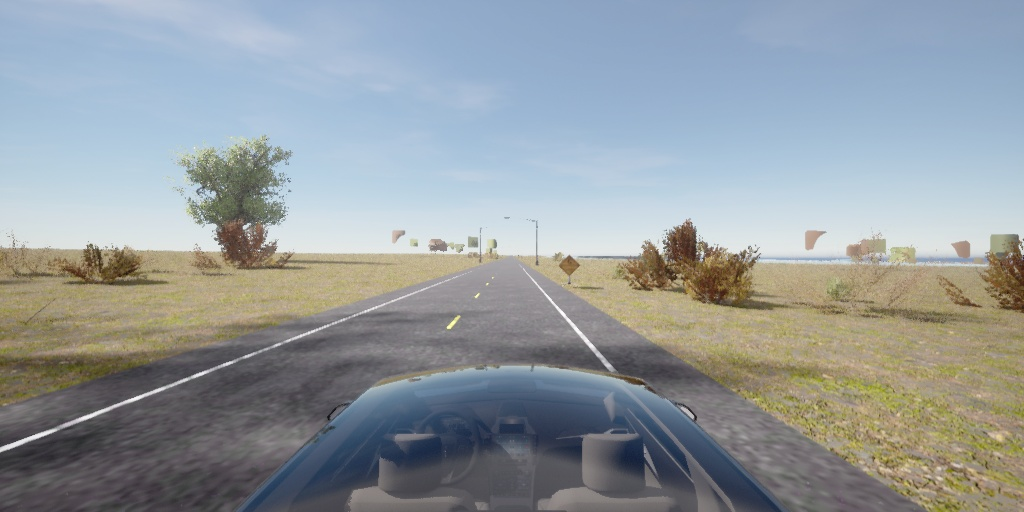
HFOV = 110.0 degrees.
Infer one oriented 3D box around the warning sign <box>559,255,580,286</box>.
[{"bbox_3d":[3.550,0.865,22.192,1.300,1.860,1.060,0,0,0],"label":"warning sign"}]
